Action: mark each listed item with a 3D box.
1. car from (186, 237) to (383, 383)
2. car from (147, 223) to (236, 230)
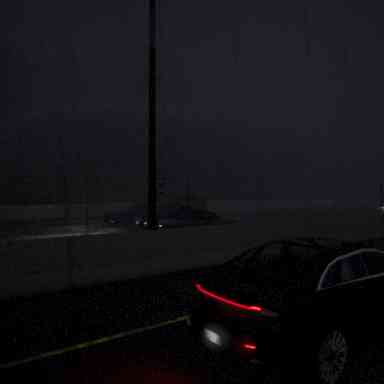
[{"bbox_3d":[2.216,1.493,5.332,4.902,1.511,2.128,0,0,-35],"label":"car"},{"bbox_3d":[-0.102,1.604,16.823,4.718,1.301,1.895,0,0,-36],"label":"car"}]
